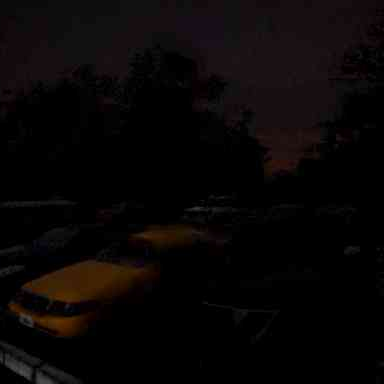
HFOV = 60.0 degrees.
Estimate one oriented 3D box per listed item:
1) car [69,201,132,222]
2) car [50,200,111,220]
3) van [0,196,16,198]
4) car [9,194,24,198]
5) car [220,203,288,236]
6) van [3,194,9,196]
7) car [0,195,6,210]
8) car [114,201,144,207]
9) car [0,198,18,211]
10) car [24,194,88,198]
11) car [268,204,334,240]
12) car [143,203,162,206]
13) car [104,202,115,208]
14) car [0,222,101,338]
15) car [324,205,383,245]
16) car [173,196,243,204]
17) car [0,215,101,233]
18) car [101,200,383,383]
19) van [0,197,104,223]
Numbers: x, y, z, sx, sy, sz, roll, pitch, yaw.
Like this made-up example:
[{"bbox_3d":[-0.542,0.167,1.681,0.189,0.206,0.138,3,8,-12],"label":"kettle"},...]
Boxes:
[{"bbox_3d":[-7.511,1.562,27.835,2.163,1.488,4.792,0,0,35],"label":"car"},{"bbox_3d":[-9.753,1.555,29.484,2.163,1.488,4.792,0,0,35],"label":"car"},{"bbox_3d":[-9.954,1.300,13.454,1.878,1.987,4.442,0,0,35],"label":"van"},{"bbox_3d":[-14.293,1.257,32.679,2.435,2.045,5.566,0,0,35],"label":"car"},{"bbox_3d":[3.858,1.508,19.877,2.097,1.535,5.008,0,0,35],"label":"car"},{"bbox_3d":[-16.513,1.268,34.349,1.878,1.987,4.442,0,0,35],"label":"van"},{"bbox_3d":[-25.643,1.310,40.669,2.185,1.767,4.553,0,0,35],"label":"car"},{"bbox_3d":[-2.959,1.528,24.661,2.097,1.535,5.008,0,0,35],"label":"car"},{"bbox_3d":[-23.406,1.480,39.022,2.163,1.488,4.792,0,0,35],"label":"car"},{"bbox_3d":[-12.055,1.267,31.034,2.435,2.045,5.566,0,0,35],"label":"car"},{"bbox_3d":[6.128,1.501,18.280,2.097,1.535,5.008,0,0,35],"label":"car"},{"bbox_3d":[-0.688,1.524,23.062,2.231,1.521,4.892,0,0,35],"label":"car"},{"bbox_3d":[-5.121,1.527,26.415,1.946,1.575,5.366,0,0,35],"label":"car"},{"bbox_3d":[-0.820,1.495,6.943,1.946,1.575,5.366,0,0,35],"label":"car"},{"bbox_3d":[8.399,1.495,16.683,2.231,1.521,4.892,0,0,35],"label":"car"},{"bbox_3d":[1.568,1.264,21.447,2.435,2.045,5.566,0,0,35],"label":"car"},{"bbox_3d":[-3.005,1.545,8.710,2.002,1.452,4.674,0,0,35],"label":"car"},{"bbox_3d":[1.562,1.239,5.458,2.435,2.045,5.566,0,0,35],"label":"car"},{"bbox_3d":[-5.232,1.287,10.417,1.878,1.987,4.442,0,0,35],"label":"van"}]
